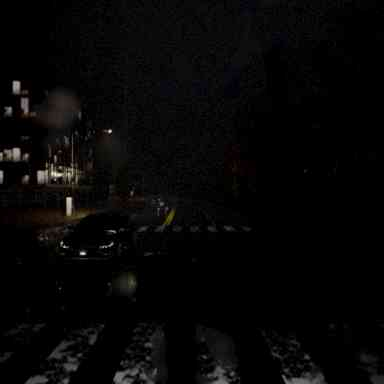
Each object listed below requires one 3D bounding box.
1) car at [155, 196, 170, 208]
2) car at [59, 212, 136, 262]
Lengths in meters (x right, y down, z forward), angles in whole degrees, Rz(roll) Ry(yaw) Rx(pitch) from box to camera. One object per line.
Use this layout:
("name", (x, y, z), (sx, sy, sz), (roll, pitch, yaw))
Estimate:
("car", (-4.036, 1.355, 45.528), (2.128, 1.511, 4.902), (0, 0, -2))
("car", (-3.250, 1.544, 12.290), (1.837, 1.490, 4.892), (0, 1, 0))
